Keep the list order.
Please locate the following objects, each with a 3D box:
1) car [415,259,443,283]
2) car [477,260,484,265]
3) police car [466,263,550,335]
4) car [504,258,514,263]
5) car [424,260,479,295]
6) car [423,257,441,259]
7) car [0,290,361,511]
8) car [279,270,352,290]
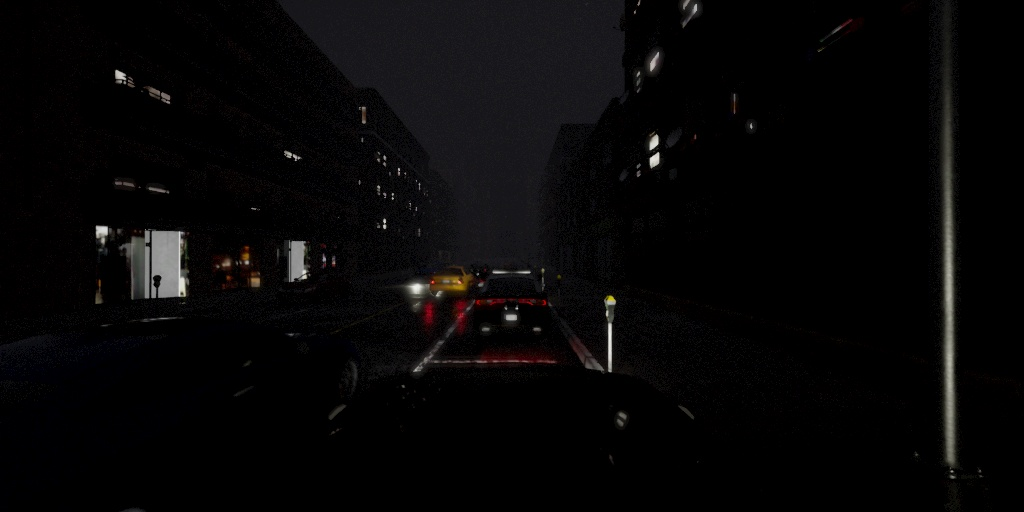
[{"bbox_3d":[-6.243,1.228,28.523,1.882,1.535,5.008,0,0,0],"label":"car"},{"bbox_3d":[-3.048,1.351,34.851,1.895,1.301,4.718,0,0,0],"label":"car"},{"bbox_3d":[-0.011,1.175,10.609,1.930,1.638,5.238,0,0,0],"label":"police car"},{"bbox_3d":[-0.456,1.275,39.173,1.751,1.417,4.829,0,0,0],"label":"car"},{"bbox_3d":[-3.144,1.207,19.689,1.801,1.575,5.366,0,0,0],"label":"car"},{"bbox_3d":[-8.837,1.064,39.007,2.192,1.841,5.009,0,0,0],"label":"car"},{"bbox_3d":[-3.052,1.276,3.185,1.812,1.442,4.674,0,0,0],"label":"car"},{"bbox_3d":[-8.837,1.333,16.462,1.802,1.307,4.207,0,0,0],"label":"car"}]
